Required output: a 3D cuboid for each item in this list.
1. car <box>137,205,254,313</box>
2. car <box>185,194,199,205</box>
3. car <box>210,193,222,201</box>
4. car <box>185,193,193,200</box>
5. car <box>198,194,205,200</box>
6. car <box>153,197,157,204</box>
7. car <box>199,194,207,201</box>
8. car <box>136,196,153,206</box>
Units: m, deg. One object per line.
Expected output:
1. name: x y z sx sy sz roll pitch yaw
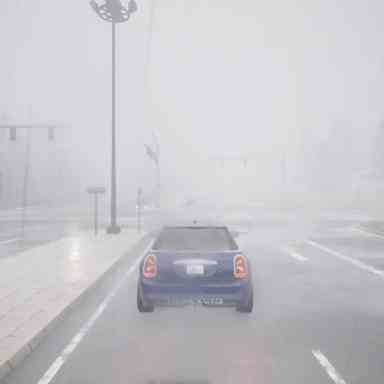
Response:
1. car: 0.071 1.352 7.839 2.097 1.767 4.553 0 0 0
2. car: -0.157 1.524 54.658 1.812 1.442 4.674 0 0 -1
3. car: 6.362 1.212 84.949 2.150 2.045 5.566 0 0 -1
4. car: -0.806 1.186 95.518 2.150 2.045 5.566 0 0 -1
5. car: 2.694 1.439 95.544 1.882 1.535 5.008 0 0 -1
6. car: -8.366 1.503 66.210 1.837 1.490 4.892 0 0 0
7. car: 2.858 1.511 85.220 1.812 1.442 4.674 0 0 -1
8. car: -8.270 1.504 56.385 1.837 1.490 4.892 0 0 -1
